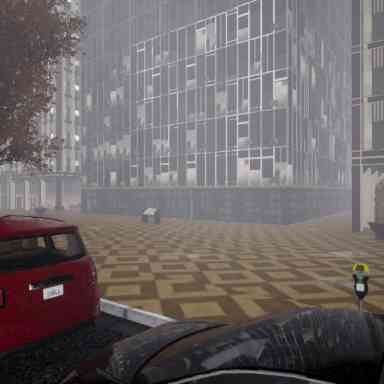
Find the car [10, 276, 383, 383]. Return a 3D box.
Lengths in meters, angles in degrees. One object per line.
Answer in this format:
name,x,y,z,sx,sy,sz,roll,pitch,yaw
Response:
car,0.840,1.566,2.278,4.313,1.339,1.947,0,0,36

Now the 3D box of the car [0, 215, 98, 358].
car,-3.651,1.315,5.493,5.009,1.841,2.192,0,0,36
